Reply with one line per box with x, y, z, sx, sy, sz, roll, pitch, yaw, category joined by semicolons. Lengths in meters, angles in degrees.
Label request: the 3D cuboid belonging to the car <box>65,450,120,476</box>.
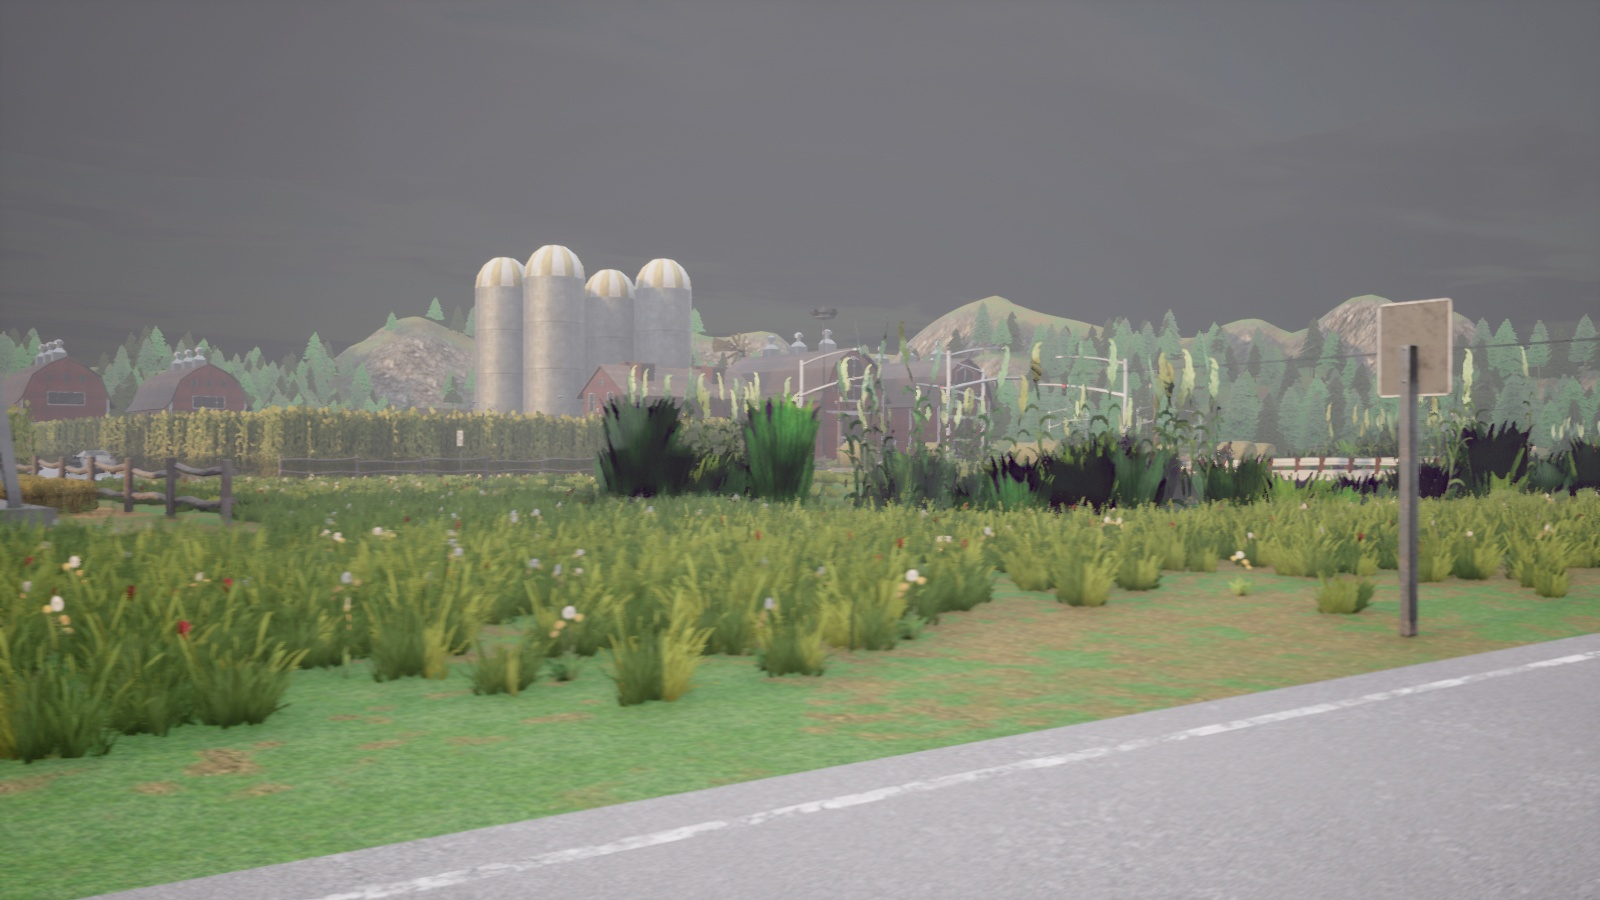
-45.492;0.806;80.710;2.152;1.651;5.027;0;0;-40;car
